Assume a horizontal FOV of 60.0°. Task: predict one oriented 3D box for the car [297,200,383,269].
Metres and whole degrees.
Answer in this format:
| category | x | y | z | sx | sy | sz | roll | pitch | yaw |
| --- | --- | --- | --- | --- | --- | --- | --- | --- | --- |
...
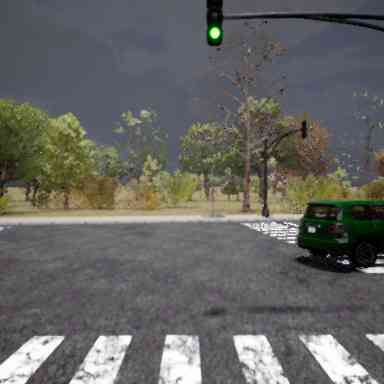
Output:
| category | x | y | z | sx | sy | sz | roll | pitch | yaw |
| --- | --- | --- | --- | --- | --- | --- | --- | --- | --- |
| car | 6.340 | 1.289 | 11.574 | 5.566 | 2.045 | 2.150 | 0 | 0 | -21 |
